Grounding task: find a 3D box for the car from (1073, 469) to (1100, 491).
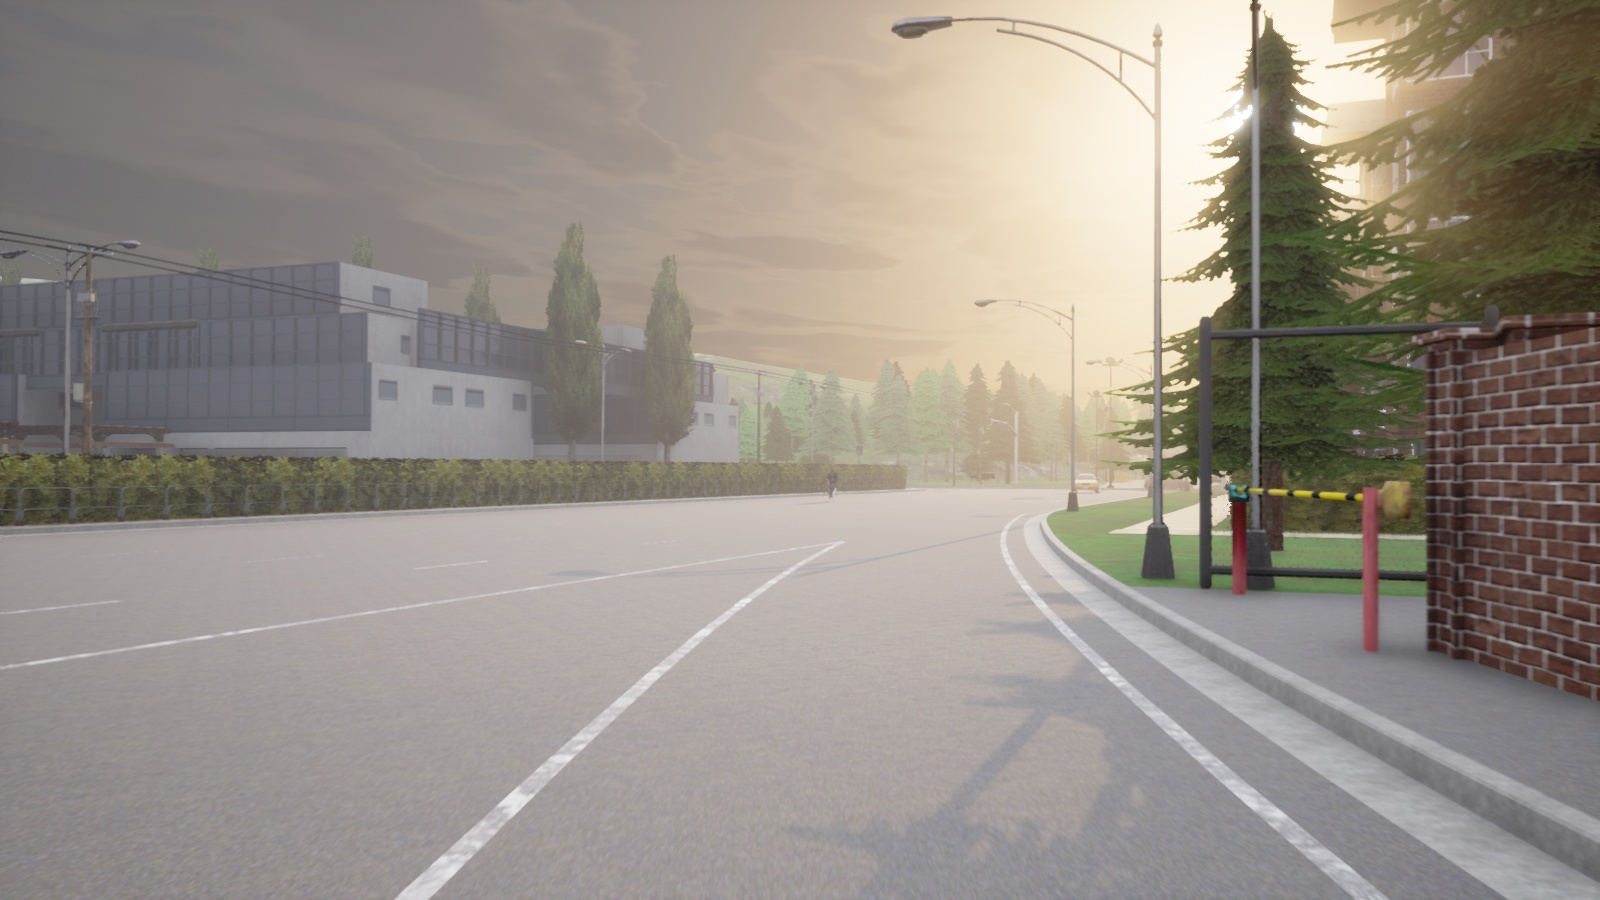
[{"bbox_3d":[21.503,2.244,94.197,1.801,1.575,5.366,-1,-1,15],"label":"car"}]
